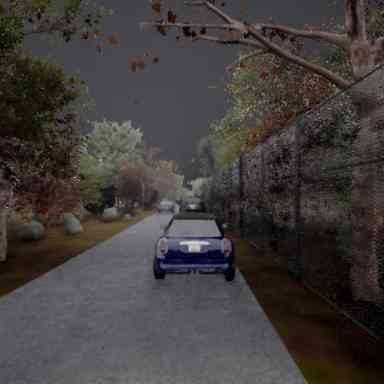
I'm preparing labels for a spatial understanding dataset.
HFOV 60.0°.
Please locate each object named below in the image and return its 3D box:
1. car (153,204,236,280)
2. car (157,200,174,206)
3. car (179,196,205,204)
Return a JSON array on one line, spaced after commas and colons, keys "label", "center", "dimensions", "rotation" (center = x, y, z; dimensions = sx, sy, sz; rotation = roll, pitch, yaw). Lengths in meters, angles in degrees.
[{"label": "car", "center": [0.066, 1.407, 10.250], "dimensions": [2.097, 1.767, 4.553], "rotation": [0, 0, 0]}, {"label": "car", "center": [-2.962, 1.767, 39.136], "dimensions": [1.837, 1.490, 4.892], "rotation": [0, -1, 0]}, {"label": "car", "center": [0.036, 1.385, 30.171], "dimensions": [2.150, 2.045, 5.566], "rotation": [0, 0, 0]}]
